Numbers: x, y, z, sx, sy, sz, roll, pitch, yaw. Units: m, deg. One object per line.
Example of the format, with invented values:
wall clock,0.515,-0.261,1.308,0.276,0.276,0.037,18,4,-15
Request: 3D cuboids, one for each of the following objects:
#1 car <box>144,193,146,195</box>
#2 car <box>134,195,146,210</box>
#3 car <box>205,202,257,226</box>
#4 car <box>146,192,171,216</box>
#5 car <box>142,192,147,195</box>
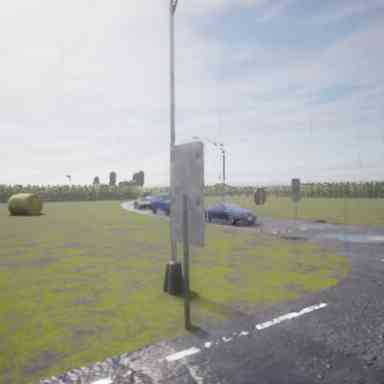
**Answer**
car,-6.468,1.321,53.069,1.812,1.442,4.674,-1,0,-12
car,-6.056,1.424,41.431,2.033,1.411,5.357,-1,0,-19
car,2.470,1.401,22.878,1.812,1.442,4.674,-1,1,-30
car,-2.164,1.107,31.708,2.150,2.045,5.566,-1,1,-27
car,-8.245,0.986,63.241,2.150,2.045,5.566,-1,0,-6
